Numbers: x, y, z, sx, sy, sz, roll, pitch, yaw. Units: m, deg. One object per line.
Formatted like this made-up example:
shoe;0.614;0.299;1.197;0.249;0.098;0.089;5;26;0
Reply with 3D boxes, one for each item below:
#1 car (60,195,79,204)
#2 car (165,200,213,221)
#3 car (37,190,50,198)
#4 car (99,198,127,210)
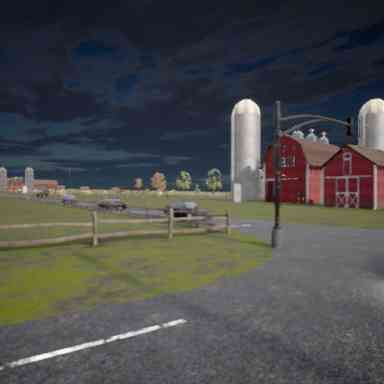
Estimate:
car;-20.315;1.188;55.098;1.882;1.535;5.008;0;0;-36
car;-0.329;1.474;27.208;1.882;1.535;5.008;0;0;-36
car;-37.181;0.453;83.196;2.150;2.045;5.566;0;0;-36
car;-9.690;1.393;40.193;2.033;1.411;5.357;0;0;-36
